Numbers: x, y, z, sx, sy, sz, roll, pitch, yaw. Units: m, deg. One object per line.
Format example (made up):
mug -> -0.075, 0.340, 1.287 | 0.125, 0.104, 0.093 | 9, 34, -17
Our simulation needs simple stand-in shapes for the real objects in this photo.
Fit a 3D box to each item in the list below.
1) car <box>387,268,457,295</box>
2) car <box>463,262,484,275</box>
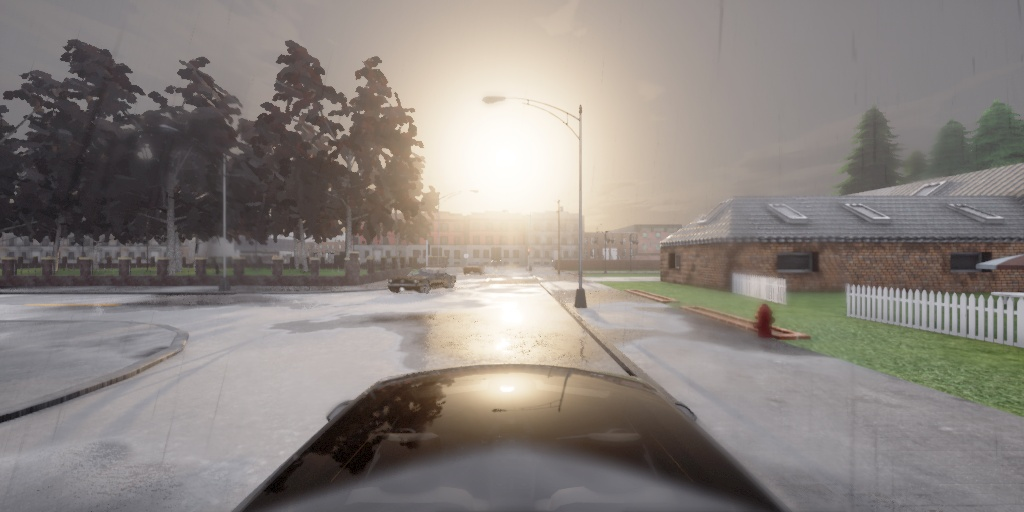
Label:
car -> -4.865, 1.350, 20.070 | 1.895, 1.301, 4.718 | 0, 0, 16
car -> -4.097, 1.350, 38.793 | 1.895, 1.301, 4.718 | 0, 0, 0
